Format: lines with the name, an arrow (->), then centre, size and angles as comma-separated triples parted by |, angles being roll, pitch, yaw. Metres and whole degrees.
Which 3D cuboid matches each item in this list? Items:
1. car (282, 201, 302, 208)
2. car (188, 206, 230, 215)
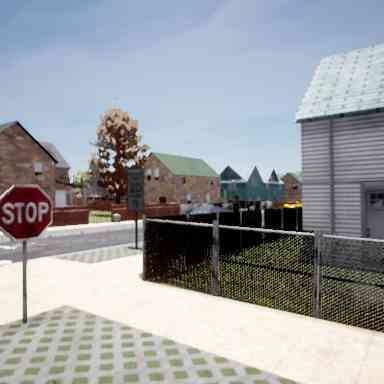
car -> 13.768, 2.012, 44.969 | 1.882, 1.535, 5.008 | -1, -2, 35
car -> 1.327, 1.840, 27.381 | 2.033, 1.411, 5.357 | -1, -1, 35
